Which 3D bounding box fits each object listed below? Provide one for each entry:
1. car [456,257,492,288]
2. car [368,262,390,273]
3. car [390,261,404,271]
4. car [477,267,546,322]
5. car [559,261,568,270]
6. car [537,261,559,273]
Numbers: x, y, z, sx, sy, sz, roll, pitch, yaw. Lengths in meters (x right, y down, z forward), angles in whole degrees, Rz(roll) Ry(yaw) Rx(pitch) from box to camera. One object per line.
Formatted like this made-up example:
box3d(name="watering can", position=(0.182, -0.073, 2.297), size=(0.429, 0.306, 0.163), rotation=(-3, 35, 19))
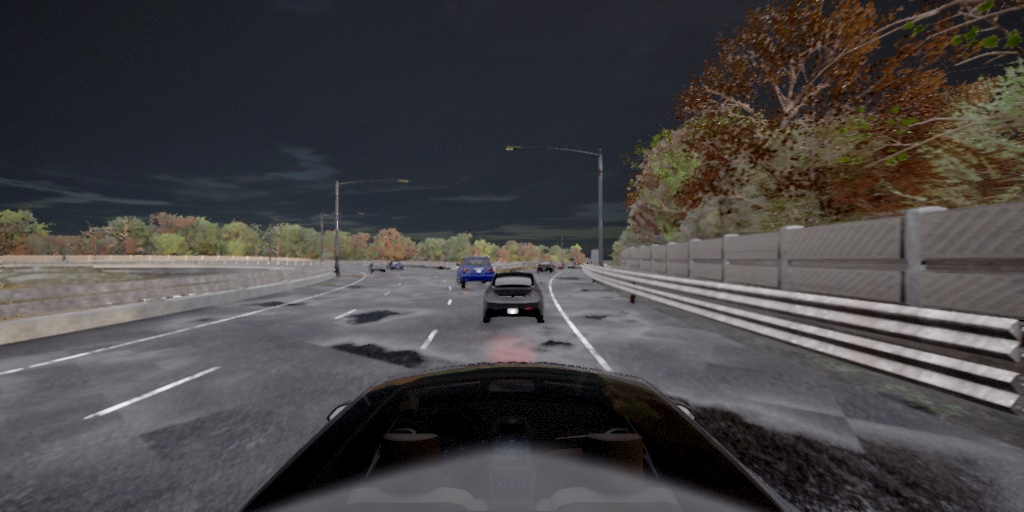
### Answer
box3d(name="car", position=(-2.672, 1.068, 25.283), size=(2.150, 2.045, 5.566), rotation=(0, 0, -12))
box3d(name="car", position=(-18.747, 1.541, 49.625), size=(2.033, 1.411, 5.357), rotation=(0, 0, -27))
box3d(name="car", position=(-18.298, 1.541, 56.014), size=(1.812, 1.442, 4.674), rotation=(0, 0, -29))
box3d(name="car", position=(0.099, 1.295, 12.441), size=(1.837, 1.490, 4.892), rotation=(0, 0, 2))
box3d(name="car", position=(7.488, 1.525, 57.951), size=(1.994, 1.385, 4.181), rotation=(0, -1, 15))
box3d(name="car", position=(4.433, 1.374, 45.901), size=(1.882, 1.535, 5.008), rotation=(0, 0, 13))
